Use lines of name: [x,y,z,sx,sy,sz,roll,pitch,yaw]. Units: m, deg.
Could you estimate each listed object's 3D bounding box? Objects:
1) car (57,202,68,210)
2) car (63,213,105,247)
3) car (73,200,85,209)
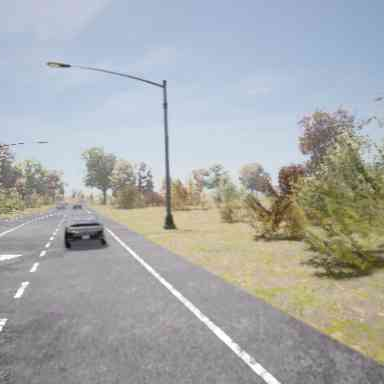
car: [-30.324,3.306,77.096,1.837,1.490,4.892,-2,-1,-19]
car: [-5.627,1.877,17.363,2.128,1.511,4.902,-2,-1,-19]
car: [-26.556,3.201,76.927,2.128,1.511,4.902,-2,-1,-19]
